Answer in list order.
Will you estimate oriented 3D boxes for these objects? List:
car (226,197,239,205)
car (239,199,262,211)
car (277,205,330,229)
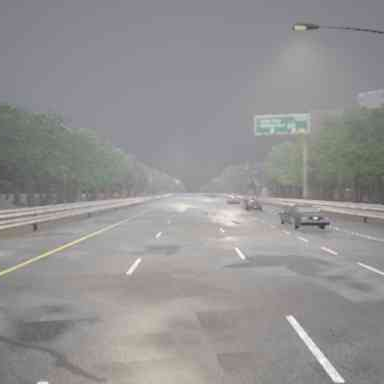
[{"bbox_3d":[7.107,1.562,58.097,1.895,1.301,4.718,0,0,0],"label":"car"},{"bbox_3d":[7.059,1.510,39.358,1.812,1.442,4.674,0,0,0],"label":"car"},{"bbox_3d":[7.017,1.541,21.375,2.033,1.411,5.357,0,0,0],"label":"car"}]
